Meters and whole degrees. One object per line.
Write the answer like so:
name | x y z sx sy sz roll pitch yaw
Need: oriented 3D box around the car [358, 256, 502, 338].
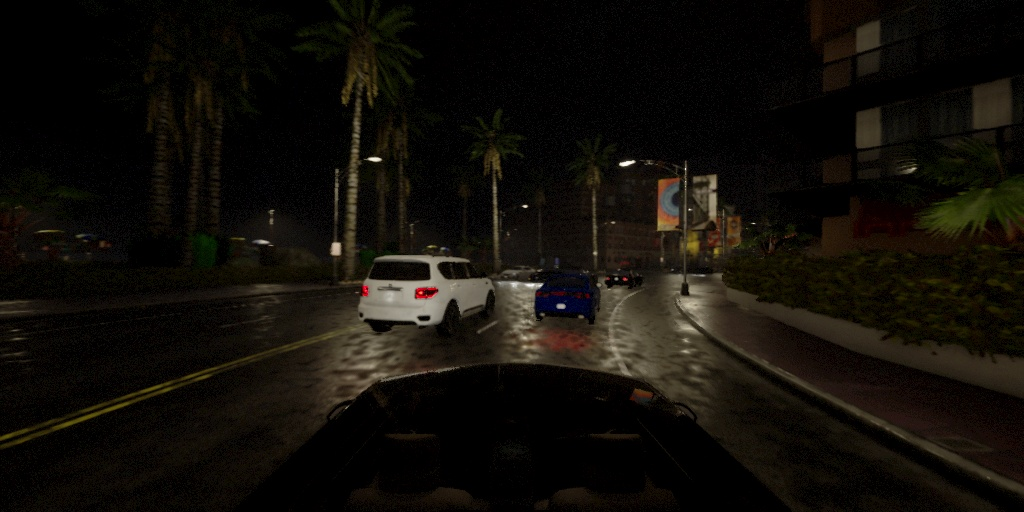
car | -2.155 1.033 10.734 2.150 2.045 5.566 1 -1 13

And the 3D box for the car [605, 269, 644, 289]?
car | 8.707 1.713 27.568 2.033 1.411 5.357 1 -1 31

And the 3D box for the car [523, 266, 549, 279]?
car | 3.162 1.689 31.986 1.994 1.385 4.181 0 -1 33

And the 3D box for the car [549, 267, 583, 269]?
car | 5.165 1.666 28.431 2.033 1.411 5.357 1 -1 31

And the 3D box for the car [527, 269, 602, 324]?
car | 2.142 1.382 12.957 1.882 1.535 5.008 1 -1 16

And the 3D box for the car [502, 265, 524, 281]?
car | 0.723 1.642 34.694 1.812 1.442 4.674 0 -1 33
